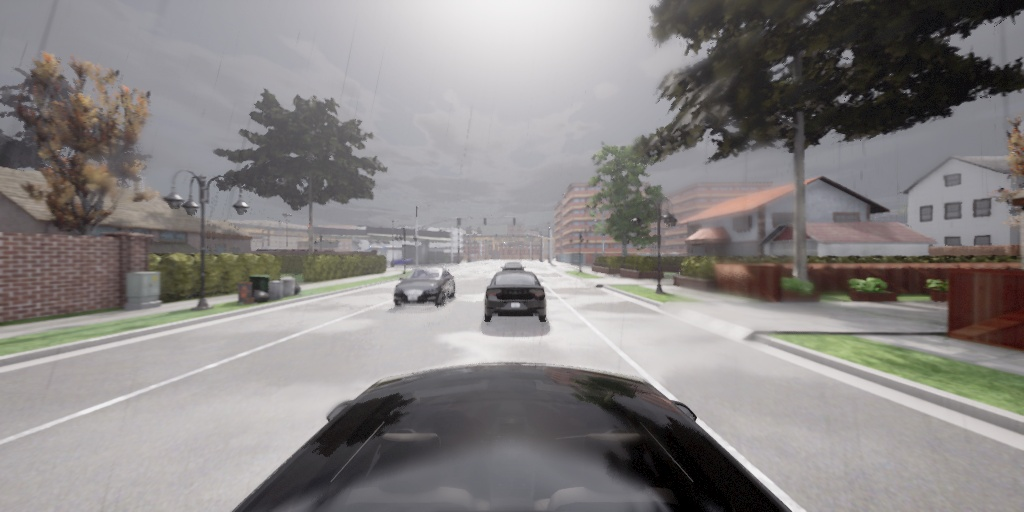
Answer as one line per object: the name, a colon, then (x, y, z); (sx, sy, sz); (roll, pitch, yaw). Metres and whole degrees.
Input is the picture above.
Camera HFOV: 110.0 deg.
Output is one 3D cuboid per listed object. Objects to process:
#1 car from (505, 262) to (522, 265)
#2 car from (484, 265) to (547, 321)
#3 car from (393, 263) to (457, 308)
car: (0.100, 1.258, 29.290); (1.837, 1.490, 4.892); (0, 0, 0)
car: (0.100, 1.229, 12.465); (1.882, 1.535, 5.008); (0, 0, 0)
car: (-3.595, 1.244, 15.469); (2.128, 1.511, 4.902); (0, 0, 0)
